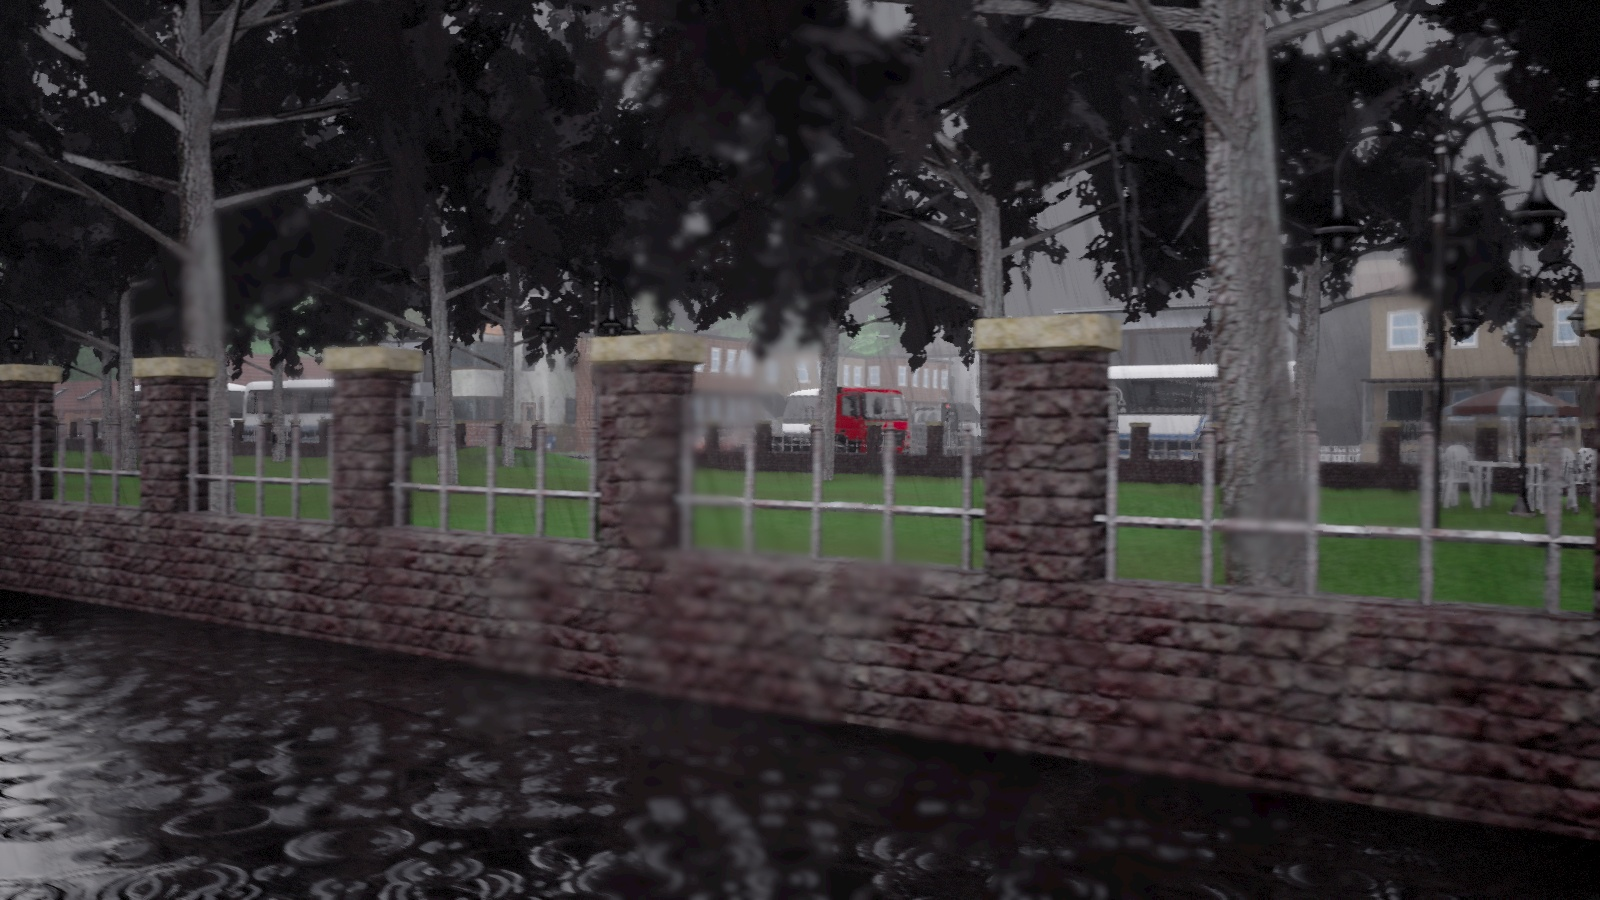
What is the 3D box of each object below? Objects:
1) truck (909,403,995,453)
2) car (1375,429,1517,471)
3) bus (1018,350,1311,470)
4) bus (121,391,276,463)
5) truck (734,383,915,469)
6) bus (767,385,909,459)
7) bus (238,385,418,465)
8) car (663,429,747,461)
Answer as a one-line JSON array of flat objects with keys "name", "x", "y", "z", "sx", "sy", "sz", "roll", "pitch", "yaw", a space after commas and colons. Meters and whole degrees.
[{"name": "truck", "x": 11.109, "y": -1.594, "z": 91.075, "sx": 2.891, "sy": 3.462, "sz": 7.936, "roll": 0, "pitch": 1, "yaw": 34}, {"name": "car", "x": 22.434, "y": -0.004, "z": 43.656, "sx": 4.181, "sy": 1.385, "sz": 1.994, "roll": 0, "pitch": 1, "yaw": 33}, {"name": "bus", "x": 14.116, "y": -1.444, "z": 49.160, "sx": 10.273, "sy": 4.253, "sz": 3.944, "roll": 0, "pitch": 1, "yaw": 35}, {"name": "bus", "x": -37.528, "y": -1.373, "z": 78.222, "sx": 10.273, "sy": 4.253, "sz": 3.944, "roll": 0, "pitch": 1, "yaw": 34}, {"name": "truck", "x": 0.922, "y": -0.995, "z": 53.933, "sx": 7.936, "sy": 3.462, "sz": 2.891, "roll": 0, "pitch": 1, "yaw": 45}, {"name": "bus", "x": 2.523, "y": -1.736, "z": 78.209, "sx": 3.944, "sy": 4.253, "sz": 10.273, "roll": 0, "pitch": 1, "yaw": 34}, {"name": "bus", "x": -26.896, "y": -1.376, "z": 71.411, "sx": 10.273, "sy": 4.253, "sz": 3.944, "roll": 0, "pitch": 1, "yaw": 30}, {"name": "car", "x": -4.990, "y": -0.288, "z": 66.557, "sx": 2.242, "sy": 1.667, "sz": 4.611, "roll": 0, "pitch": 1, "yaw": 29}]
